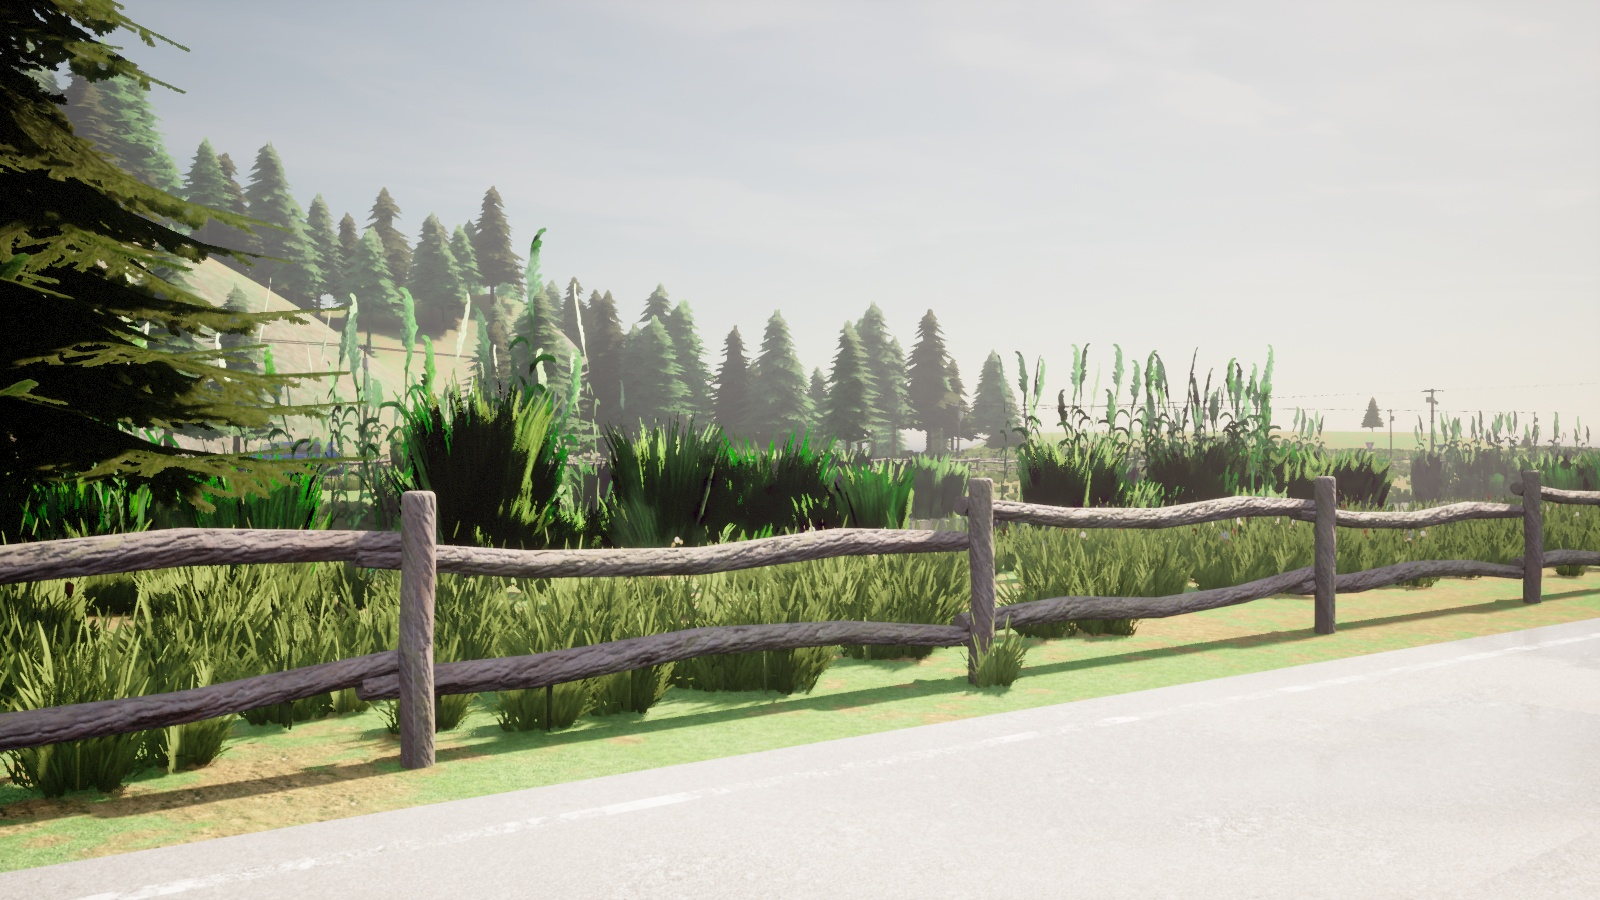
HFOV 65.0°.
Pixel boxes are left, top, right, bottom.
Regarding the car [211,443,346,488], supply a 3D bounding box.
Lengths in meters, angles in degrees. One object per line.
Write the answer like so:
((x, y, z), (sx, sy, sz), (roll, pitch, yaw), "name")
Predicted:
((-24.931, 0.699, 60.166), (5.566, 2.045, 2.150), (0, 0, -44), "car")
